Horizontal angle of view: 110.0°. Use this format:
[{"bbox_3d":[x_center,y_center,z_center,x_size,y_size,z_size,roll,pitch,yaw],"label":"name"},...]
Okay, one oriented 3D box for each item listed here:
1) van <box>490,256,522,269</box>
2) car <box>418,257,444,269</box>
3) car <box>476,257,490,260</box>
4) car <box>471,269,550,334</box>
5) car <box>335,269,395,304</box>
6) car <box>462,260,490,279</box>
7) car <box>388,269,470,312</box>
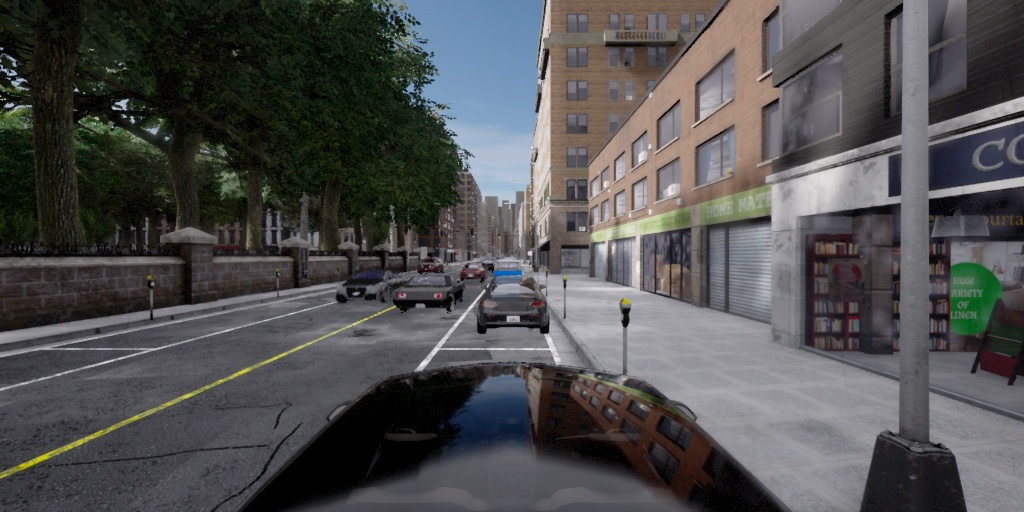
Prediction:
[{"bbox_3d":[-0.218,1.083,21.843,1.690,1.789,3.998,0,0,0],"label":"van"},{"bbox_3d":[-8.687,1.040,38.812,2.192,1.841,5.009,0,0,0],"label":"car"},{"bbox_3d":[-2.905,1.198,43.160,1.882,1.535,5.008,0,0,0],"label":"car"},{"bbox_3d":[0.037,1.274,10.492,1.812,1.442,4.674,0,0,0],"label":"car"},{"bbox_3d":[-6.192,1.309,16.244,1.994,1.385,4.181,0,0,0],"label":"car"},{"bbox_3d":[-3.053,1.262,28.865,1.812,1.442,4.674,0,0,0],"label":"car"},{"bbox_3d":[-3.000,1.347,14.024,1.895,1.301,4.718,0,0,0],"label":"car"}]
